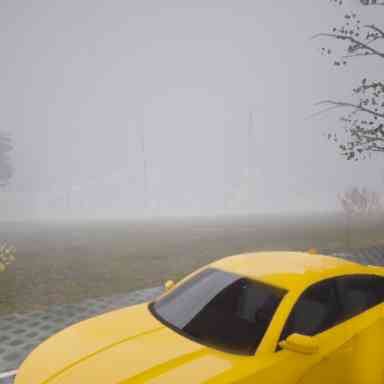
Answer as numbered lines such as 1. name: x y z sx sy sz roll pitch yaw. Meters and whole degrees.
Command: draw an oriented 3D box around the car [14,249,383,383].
1. car: 0.831 1.477 3.665 5.008 1.535 1.882 0 0 -36
